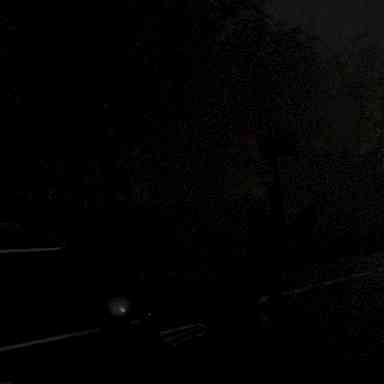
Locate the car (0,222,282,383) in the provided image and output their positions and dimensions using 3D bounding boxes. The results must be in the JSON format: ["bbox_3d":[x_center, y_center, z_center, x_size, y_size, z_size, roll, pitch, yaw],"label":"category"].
[{"bbox_3d":[-1.771,1.220,2.483,5.566,2.045,2.150,1,0,-35],"label":"car"}]
